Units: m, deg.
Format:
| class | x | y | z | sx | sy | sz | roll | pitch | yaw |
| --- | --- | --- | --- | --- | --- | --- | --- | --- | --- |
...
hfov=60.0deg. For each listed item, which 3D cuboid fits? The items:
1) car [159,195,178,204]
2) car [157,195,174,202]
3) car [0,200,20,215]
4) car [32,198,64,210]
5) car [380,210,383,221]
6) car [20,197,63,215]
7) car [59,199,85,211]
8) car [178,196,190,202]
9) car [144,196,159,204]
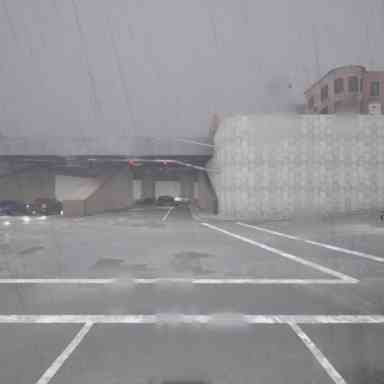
| class | x | y | z | sx | sy | sz | roll | pitch | yaw |
| --- | --- | --- | --- | --- | --- | --- | --- | --- | --- |
| car | -4.573 | 1.491 | 65.123 | 2.128 | 1.511 | 4.902 | 0 | 0 | 4 |
| car | -5.945 | 1.500 | 75.392 | 1.837 | 1.490 | 4.892 | 0 | 0 | 24 |
| car | -18.356 | 1.526 | 33.706 | 1.812 | 1.442 | 4.674 | 0 | 0 | -2 |
| car | -18.613 | 1.547 | 43.286 | 2.033 | 1.411 | 5.357 | 0 | 0 | -2 |
| car | 12.789 | 0.873 | 18.181 | 4.674 | 1.442 | 1.812 | -7 | 0 | -1 |
| car | -14.844 | 1.352 | 33.386 | 2.097 | 1.767 | 4.553 | 0 | 0 | -2 |
| car | -15.077 | 1.564 | 41.992 | 1.994 | 1.385 | 4.181 | 0 | 0 | -2 |
| car | -2.265 | 1.524 | 75.136 | 1.812 | 1.442 | 4.674 | 0 | 0 | 28 |
| car | -8.093 | 1.547 | 64.960 | 2.033 | 1.411 | 5.357 | 0 | 0 | 4 |
